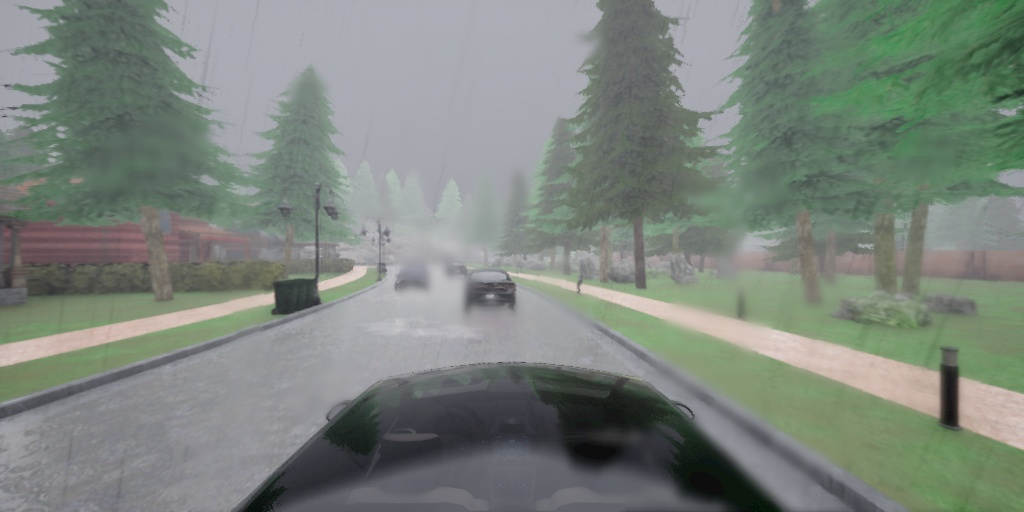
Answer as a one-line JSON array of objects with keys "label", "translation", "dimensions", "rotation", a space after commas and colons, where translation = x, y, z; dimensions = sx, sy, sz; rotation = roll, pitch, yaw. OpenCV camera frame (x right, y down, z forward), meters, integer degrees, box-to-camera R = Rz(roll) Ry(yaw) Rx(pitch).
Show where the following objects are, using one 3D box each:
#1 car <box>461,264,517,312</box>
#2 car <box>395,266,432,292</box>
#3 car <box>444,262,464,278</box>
[{"label": "car", "translation": [-0.954, 1.226, 14.405], "dimensions": [1.882, 1.535, 5.008], "rotation": [0, 0, -7]}, {"label": "car", "translation": [-5.814, 1.301, 21.599], "dimensions": [2.033, 1.411, 5.357], "rotation": [0, 0, -11]}, {"label": "car", "translation": [-5.368, 1.276, 34.487], "dimensions": [1.812, 1.442, 4.674], "rotation": [0, 0, -17]}]
